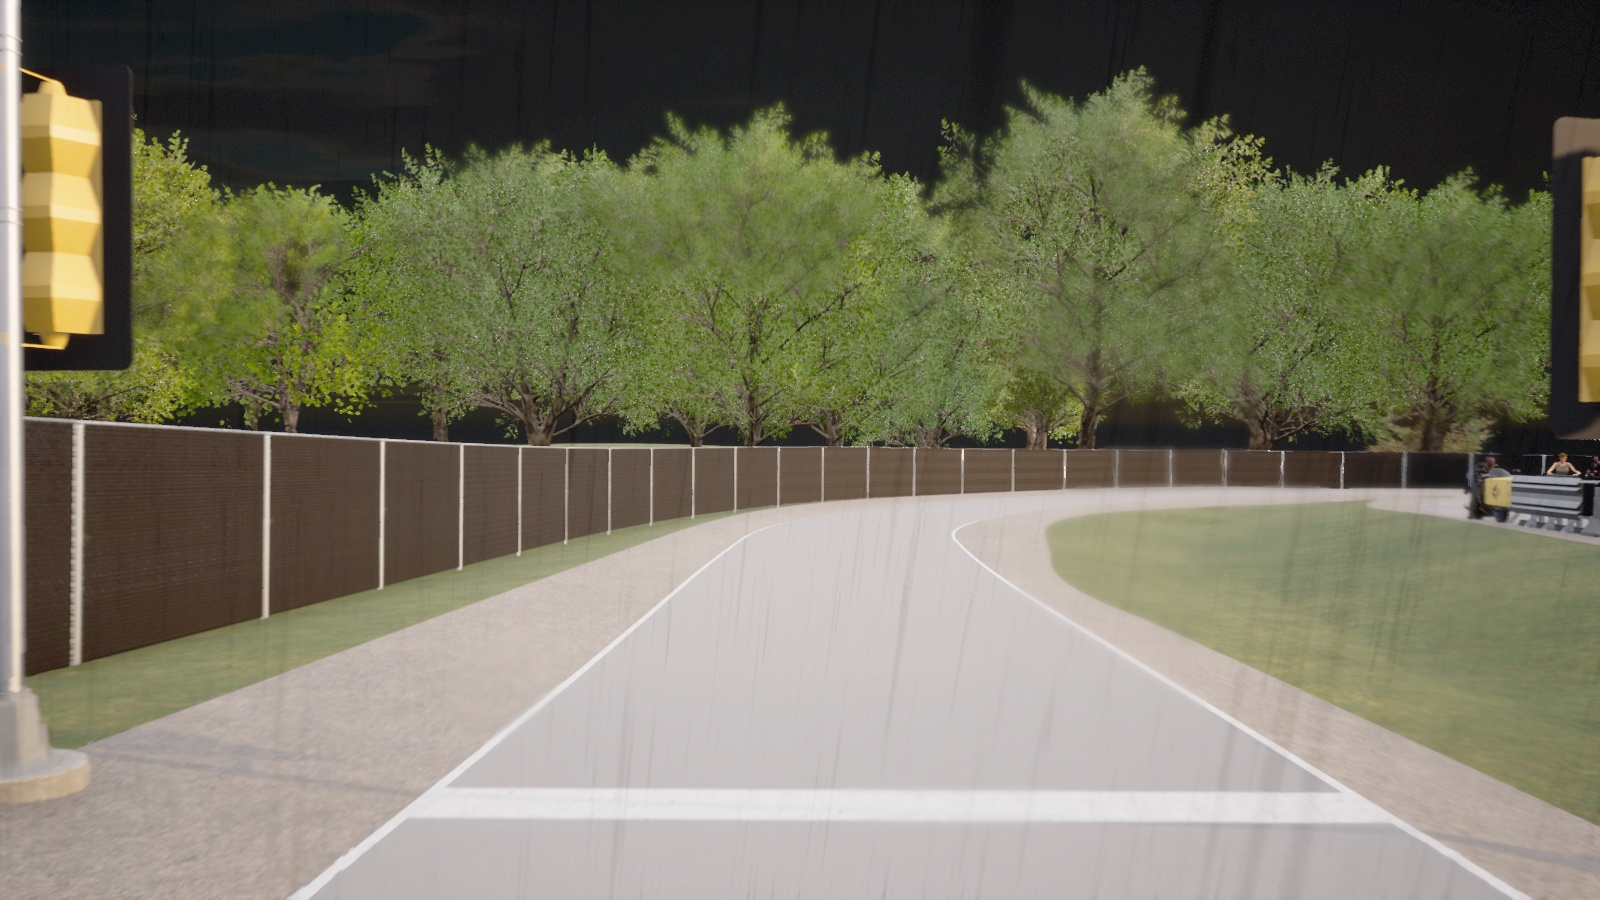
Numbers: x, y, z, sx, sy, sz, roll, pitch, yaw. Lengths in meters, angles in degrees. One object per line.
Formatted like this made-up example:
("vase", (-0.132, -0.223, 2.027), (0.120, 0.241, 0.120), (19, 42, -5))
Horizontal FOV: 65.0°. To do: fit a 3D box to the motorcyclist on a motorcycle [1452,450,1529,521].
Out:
("motorcyclist on a motorcycle", (15.477, 0.807, 28.219), (0.866, 1.530, 2.191), (0, -3, 11))
